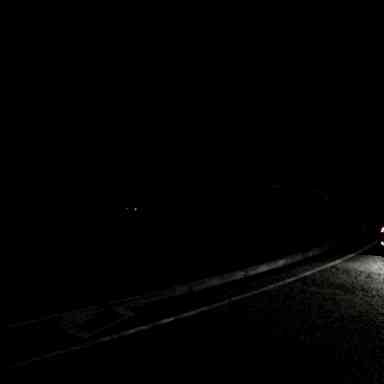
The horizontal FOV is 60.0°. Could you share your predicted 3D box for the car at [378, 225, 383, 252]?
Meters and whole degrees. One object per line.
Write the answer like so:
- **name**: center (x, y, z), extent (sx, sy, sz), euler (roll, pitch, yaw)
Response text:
- **car**: center (8.573, 1.311, 12.463), extent (2.097, 1.767, 4.553), euler (1, 1, 41)
